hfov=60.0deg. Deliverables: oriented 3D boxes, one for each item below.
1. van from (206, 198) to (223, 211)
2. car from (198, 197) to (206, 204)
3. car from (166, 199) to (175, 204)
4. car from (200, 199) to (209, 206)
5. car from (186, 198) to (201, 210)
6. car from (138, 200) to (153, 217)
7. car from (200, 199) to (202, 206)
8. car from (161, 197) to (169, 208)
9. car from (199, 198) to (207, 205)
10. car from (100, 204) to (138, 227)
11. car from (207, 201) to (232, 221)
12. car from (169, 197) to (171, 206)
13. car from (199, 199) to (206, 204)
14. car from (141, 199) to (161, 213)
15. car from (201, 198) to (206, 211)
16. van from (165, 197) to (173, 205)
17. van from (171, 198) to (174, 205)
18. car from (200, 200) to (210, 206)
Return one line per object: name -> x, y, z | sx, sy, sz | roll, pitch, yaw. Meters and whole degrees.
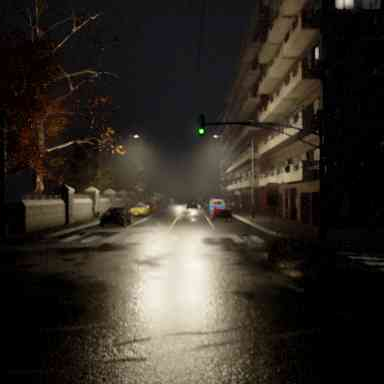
van -> 2.707, 1.718, 36.579 | 1.690, 1.788, 3.998 | 0, -1, 0
car -> 2.728, 2.343, 92.876 | 2.192, 1.841, 5.009 | 0, -1, 0
car -> -5.654, 2.509, 87.247 | 2.008, 1.369, 4.403 | 0, -1, 0
car -> 2.721, 2.367, 75.985 | 1.887, 1.381, 4.507 | 0, -1, 0
car -> 0.021, 2.117, 54.032 | 2.033, 1.411, 5.357 | 0, -1, 0
car -> -5.673, 1.901, 36.411 | 1.752, 1.417, 4.829 | 0, -1, 0
car -> 2.713, 2.114, 53.466 | 2.008, 1.369, 4.403 | 0, -1, 0
car -> -5.665, 2.067, 59.101 | 1.967, 1.590, 4.097 | 0, -1, 0
car -> 2.724, 2.329, 81.615 | 1.967, 1.590, 4.097 | 0, -1, 0
car -> -5.678, 1.824, 25.320 | 1.947, 1.339, 4.313 | 0, -1, 0
car -> 2.704, 1.862, 30.946 | 1.887, 1.381, 4.507 | 0, -1, 0
car -> -5.662, 2.131, 64.730 | 1.967, 1.590, 4.097 | 0, -1, 0
car -> 2.726, 2.540, 87.244 | 1.802, 1.307, 4.206 | 0, -1, 0
car -> -5.671, 1.754, 42.213 | 2.192, 1.841, 5.009 | 0, -1, 0
car -> 2.711, 1.940, 47.838 | 1.967, 1.590, 4.097 | 0, -1, 0
van -> -5.656, 2.231, 81.620 | 1.690, 1.788, 3.998 | 0, -1, 0
van -> -5.659, 2.164, 75.991 | 1.690, 1.788, 3.998 | 0, -1, 0
car -> 2.719, 2.306, 70.356 | 2.008, 1.369, 4.403 | 0, -1, 0
